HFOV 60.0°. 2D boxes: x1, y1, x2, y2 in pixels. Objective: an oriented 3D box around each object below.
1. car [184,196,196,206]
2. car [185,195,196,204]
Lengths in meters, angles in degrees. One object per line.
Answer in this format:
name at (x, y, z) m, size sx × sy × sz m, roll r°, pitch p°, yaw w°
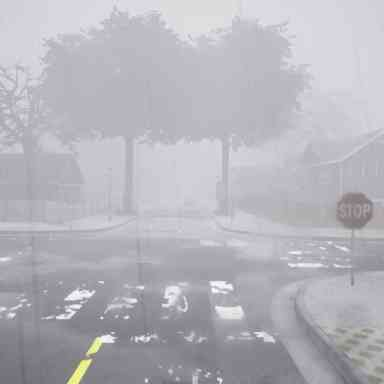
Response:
car at (-0.293, 1.678, 56.822) m, size 1.994 × 1.385 × 4.181 m, roll 0°, pitch 0°, yaw 0°
car at (-0.345, 1.503, 66.841) m, size 2.097 × 1.767 × 4.553 m, roll 0°, pitch 0°, yaw 0°
